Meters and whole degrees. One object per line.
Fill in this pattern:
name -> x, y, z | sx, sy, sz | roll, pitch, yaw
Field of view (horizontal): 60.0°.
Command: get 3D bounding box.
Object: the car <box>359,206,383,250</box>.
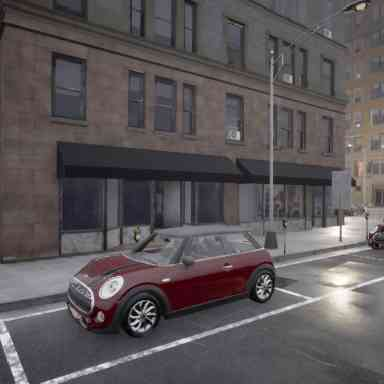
car -> 8.648, 1.445, 12.963 | 4.097, 1.590, 1.967 | 0, 0, -36

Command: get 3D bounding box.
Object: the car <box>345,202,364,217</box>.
car -> 12.354, 1.252, 29.695 | 2.097, 1.767, 4.553 | 1, 0, -36

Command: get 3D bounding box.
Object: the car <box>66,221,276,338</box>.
car -> -0.282, 1.441, 6.563 | 4.097, 1.590, 1.967 | 0, 0, -36
